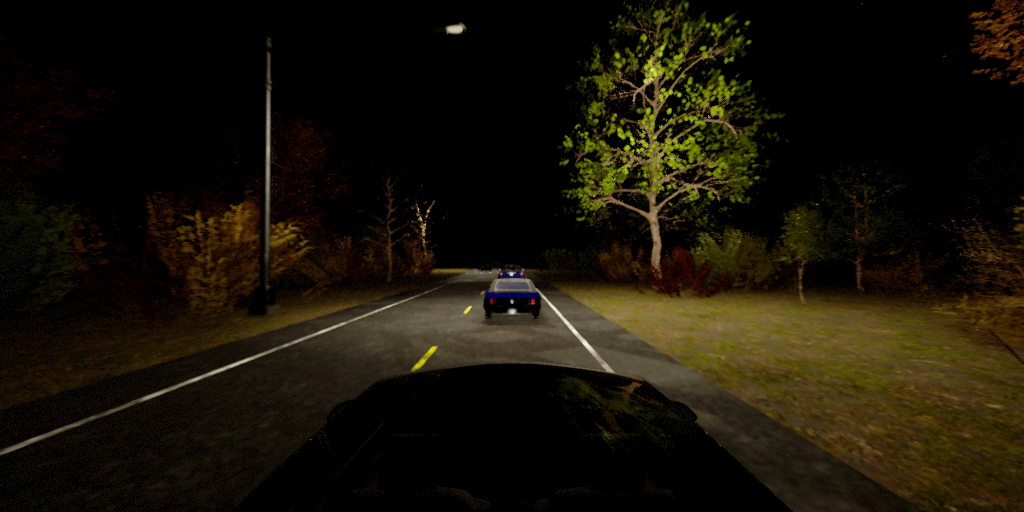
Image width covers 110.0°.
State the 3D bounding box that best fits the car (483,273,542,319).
[{"bbox_3d":[0.025,1.496,13.531,1.895,1.301,4.718,0,-1,0],"label":"car"}]

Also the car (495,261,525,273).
[{"bbox_3d":[-0.034,1.438,29.066,2.097,1.767,4.553,0,-1,0],"label":"car"}]

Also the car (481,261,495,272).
[{"bbox_3d":[-4.264,1.945,59.882,1.837,1.490,4.892,0,-1,-4],"label":"car"}]
